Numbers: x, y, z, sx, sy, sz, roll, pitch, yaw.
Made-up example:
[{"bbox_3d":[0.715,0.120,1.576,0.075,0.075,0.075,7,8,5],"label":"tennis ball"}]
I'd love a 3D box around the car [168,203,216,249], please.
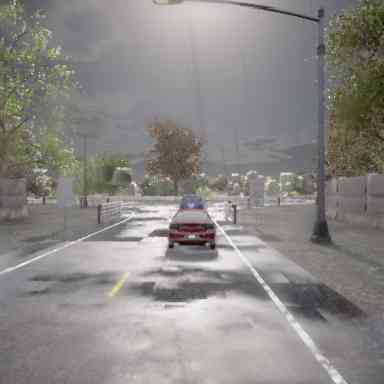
[{"bbox_3d":[0.000,1.487,14.659,1.882,1.535,5.008,0,0,0],"label":"car"}]

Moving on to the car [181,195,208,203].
[{"bbox_3d":[0.146,1.265,29.548,2.150,2.045,5.566,0,0,4],"label":"car"}]
